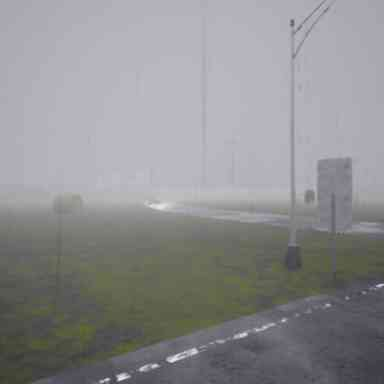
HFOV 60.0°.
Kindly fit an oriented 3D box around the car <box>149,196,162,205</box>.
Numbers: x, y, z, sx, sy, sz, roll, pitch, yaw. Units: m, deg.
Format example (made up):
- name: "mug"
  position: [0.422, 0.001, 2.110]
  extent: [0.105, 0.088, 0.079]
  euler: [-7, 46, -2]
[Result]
- name: "car"
  position: [-6.434, 1.450, 58.202]
  extent: [1.837, 1.490, 4.892]
  euler: [-1, 0, -12]
